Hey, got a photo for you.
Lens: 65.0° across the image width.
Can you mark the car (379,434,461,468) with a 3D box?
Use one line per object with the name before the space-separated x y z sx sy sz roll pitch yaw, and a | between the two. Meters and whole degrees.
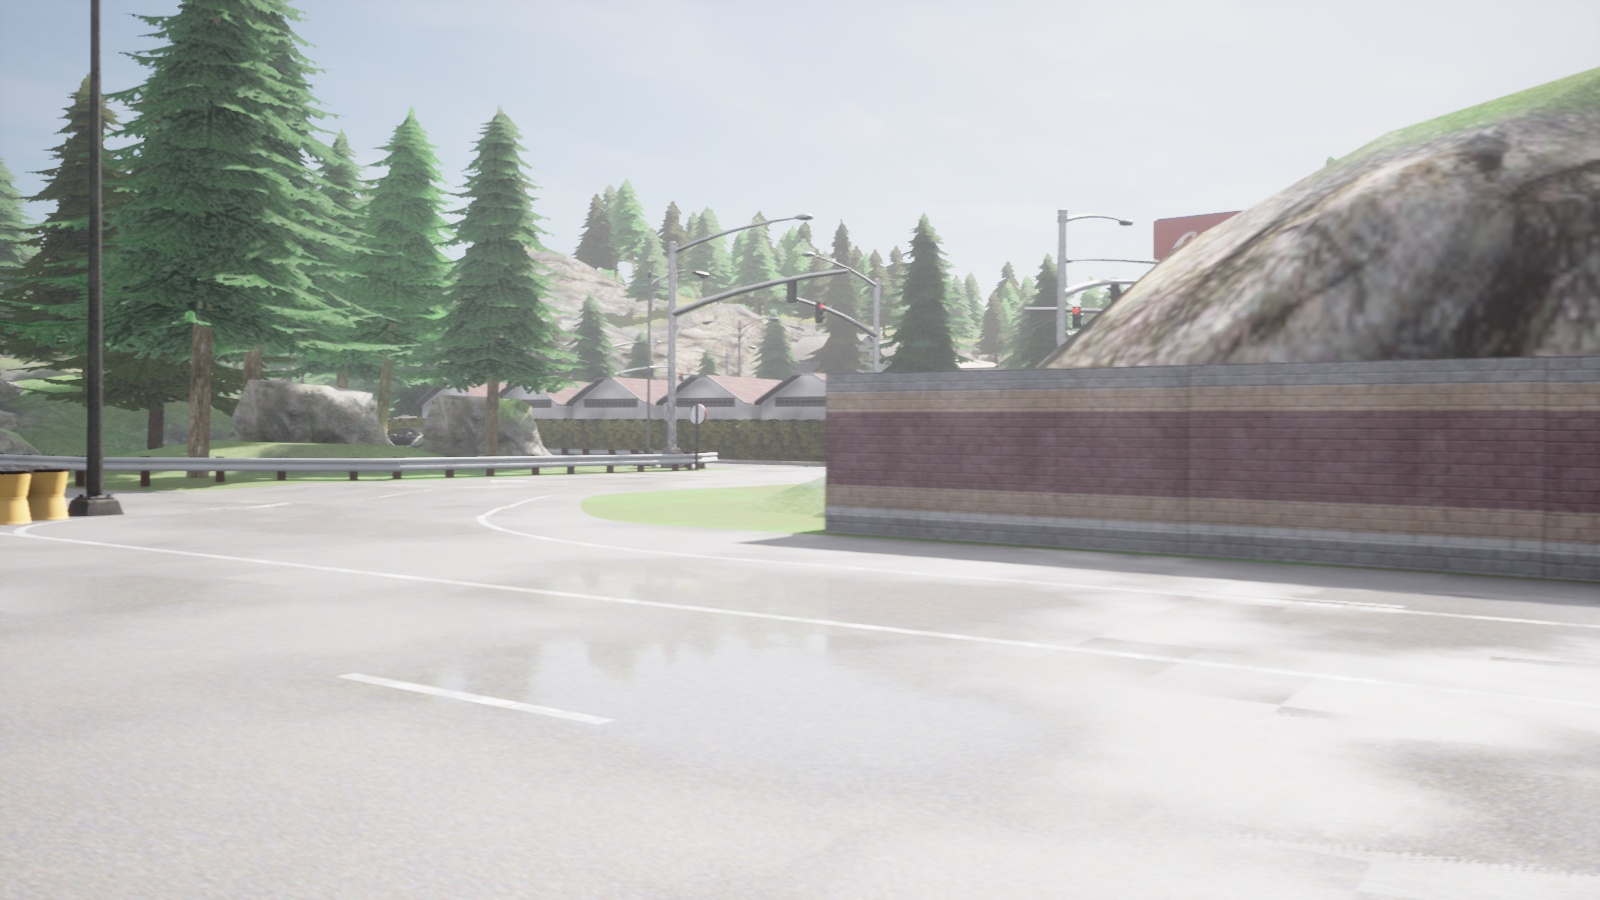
car | -18.298 0.046 60.451 3.705 1.549 1.789 0 1 34
